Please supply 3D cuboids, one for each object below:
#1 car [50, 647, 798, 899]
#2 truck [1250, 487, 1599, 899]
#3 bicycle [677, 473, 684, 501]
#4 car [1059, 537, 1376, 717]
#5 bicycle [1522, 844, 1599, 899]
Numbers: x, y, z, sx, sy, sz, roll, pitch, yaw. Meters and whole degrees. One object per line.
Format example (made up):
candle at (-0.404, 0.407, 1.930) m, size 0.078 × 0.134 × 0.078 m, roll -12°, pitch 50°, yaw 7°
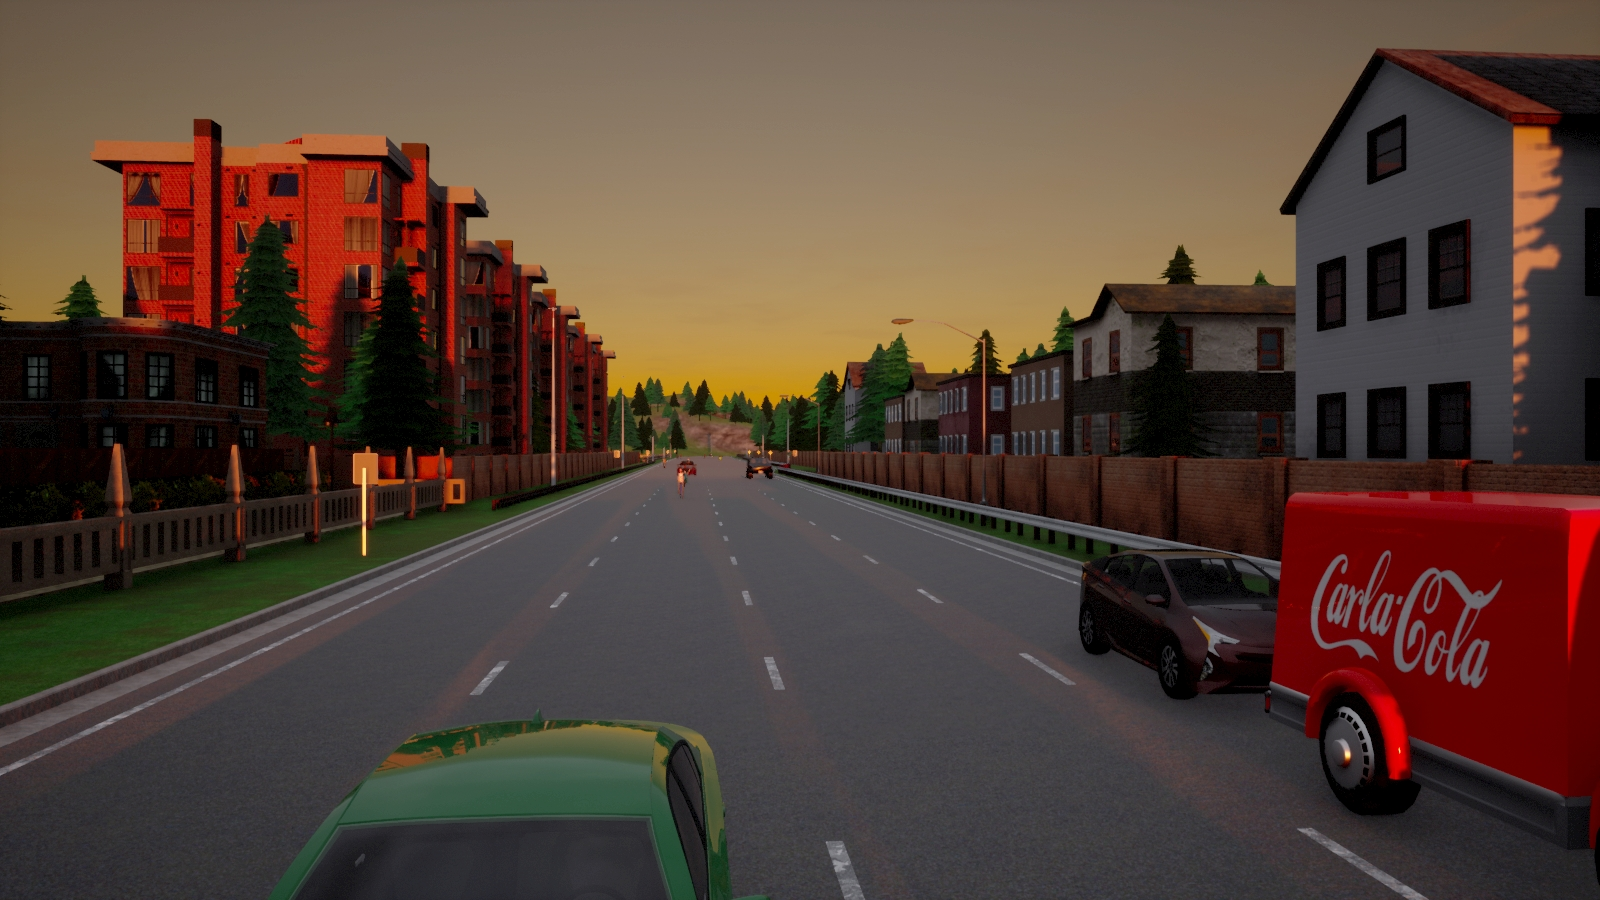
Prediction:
car at (-1.202, 2.034, 4.748) m, size 2.097 × 1.535 × 5.006 m, roll 0°, pitch 0°, yaw -5°
truck at (5.566, 1.568, 7.740) m, size 2.627 × 2.467 × 5.204 m, roll 0°, pitch 0°, yaw -5°
bicycle at (-6.718, 2.056, 64.361) m, size 0.373 × 1.496 × 1.643 m, roll 0°, pitch 0°, yaw -5°
car at (4.945, 2.040, 14.354) m, size 2.007 × 1.525 × 4.514 m, roll 0°, pitch 0°, yaw -5°
bicycle at (2.623, 2.056, 2.959) m, size 0.373 × 1.496 × 1.643 m, roll 0°, pitch 0°, yaw -4°
